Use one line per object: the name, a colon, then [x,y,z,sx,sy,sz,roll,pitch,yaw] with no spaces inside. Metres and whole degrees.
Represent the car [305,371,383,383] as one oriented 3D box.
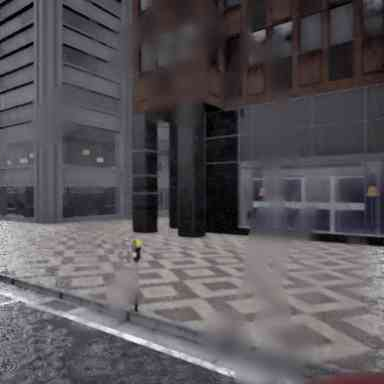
car: [2.380,1.576,1.263,4.206,1.307,1.802,0,0,35]
